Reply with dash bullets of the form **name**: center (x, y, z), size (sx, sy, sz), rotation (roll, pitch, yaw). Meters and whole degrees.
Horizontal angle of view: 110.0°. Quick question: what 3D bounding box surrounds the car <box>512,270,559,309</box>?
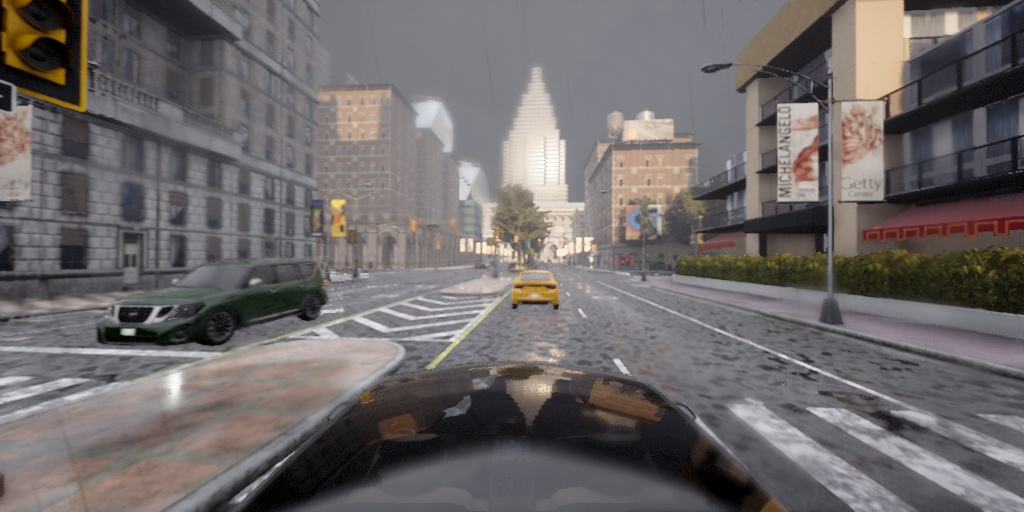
- **car**: center (1.082, 1.367, 16.007), size (1.882, 1.535, 5.008), rotation (0, 0, 5)

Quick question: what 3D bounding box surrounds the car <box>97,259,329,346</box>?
- **car**: center (-7.474, 1.127, 9.946), size (2.150, 2.045, 5.566), rotation (0, 1, 5)
